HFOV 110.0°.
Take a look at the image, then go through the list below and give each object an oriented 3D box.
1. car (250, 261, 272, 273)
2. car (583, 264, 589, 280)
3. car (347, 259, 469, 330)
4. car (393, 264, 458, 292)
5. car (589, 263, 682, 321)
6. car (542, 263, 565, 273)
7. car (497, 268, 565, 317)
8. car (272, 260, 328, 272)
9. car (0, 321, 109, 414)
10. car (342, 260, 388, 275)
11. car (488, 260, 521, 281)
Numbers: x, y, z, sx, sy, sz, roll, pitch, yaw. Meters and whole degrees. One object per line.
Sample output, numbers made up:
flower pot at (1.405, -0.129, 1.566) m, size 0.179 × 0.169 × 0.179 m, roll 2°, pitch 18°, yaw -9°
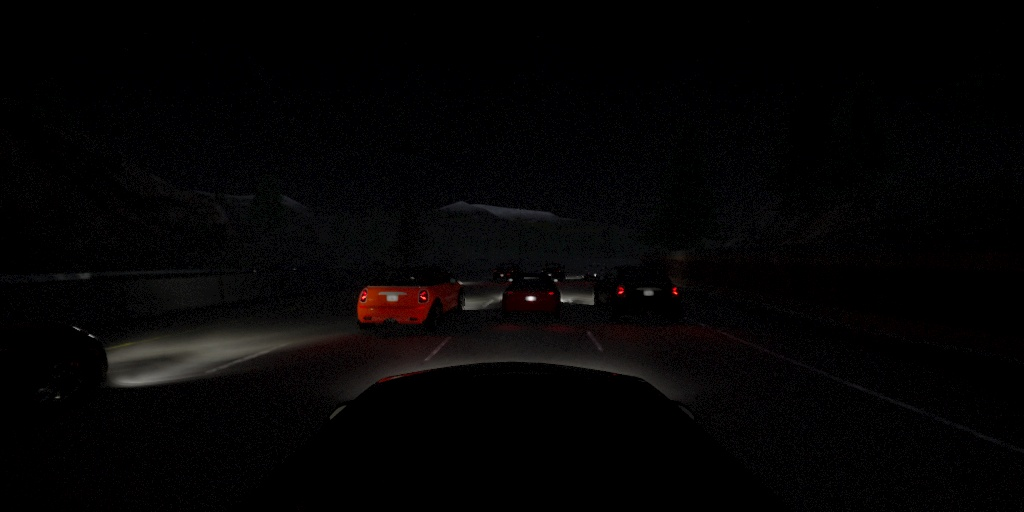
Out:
car at (-24.002, 1.193, 36.526) m, size 1.837 × 1.490 × 4.892 m, roll 0°, pitch 0°, yaw 13°
car at (7.195, 1.306, 30.954) m, size 1.812 × 1.442 × 4.674 m, roll 0°, pitch 0°, yaw 13°
car at (-2.901, 1.096, 11.264) m, size 2.097 × 1.767 × 4.553 m, roll 0°, pitch 0°, yaw 4°
car at (-5.190, 1.288, 22.458) m, size 2.033 × 1.411 × 5.357 m, roll 0°, pitch 0°, yaw 9°
car at (4.229, 1.118, 12.752) m, size 2.097 × 1.767 × 4.553 m, roll 0°, pitch 0°, yaw 5°
car at (3.454, 1.295, 30.298) m, size 1.812 × 1.442 × 4.674 m, roll 0°, pitch 0°, yaw 12°
car at (0.775, 1.320, 13.356) m, size 1.994 × 1.385 × 4.181 m, roll 0°, pitch 0°, yaw 5°
car at (-20.630, 1.175, 35.601) m, size 1.882 × 1.535 × 5.008 m, roll 0°, pitch 0°, yaw 13°
car at (-6.786, 1.082, 3.154) m, size 2.097 × 1.767 × 4.553 m, roll 0°, pitch 0°, yaw 0°
car at (-16.079, 1.206, 39.568) m, size 2.128 × 1.511 × 4.902 m, roll 0°, pitch 0°, yaw 15°
car at (-0.289, 1.283, 29.511) m, size 1.812 × 1.442 × 4.674 m, roll 0°, pitch 0°, yaw 12°
